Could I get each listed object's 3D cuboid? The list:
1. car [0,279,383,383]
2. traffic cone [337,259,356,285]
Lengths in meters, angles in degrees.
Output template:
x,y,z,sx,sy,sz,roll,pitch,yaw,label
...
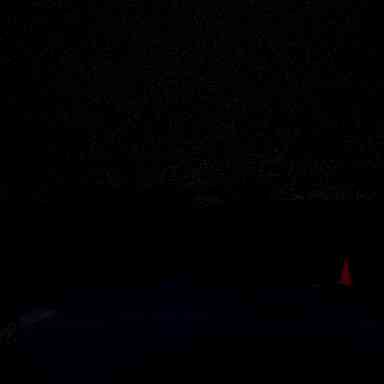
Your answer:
x,y,z,sx,sy,sz,roll,pitch,yaw,label
-0.606,1.477,2.155,5.008,1.535,1.882,0,0,-36,car
3.807,1.953,8.216,0.340,0.580,0.340,0,0,-36,traffic cone
